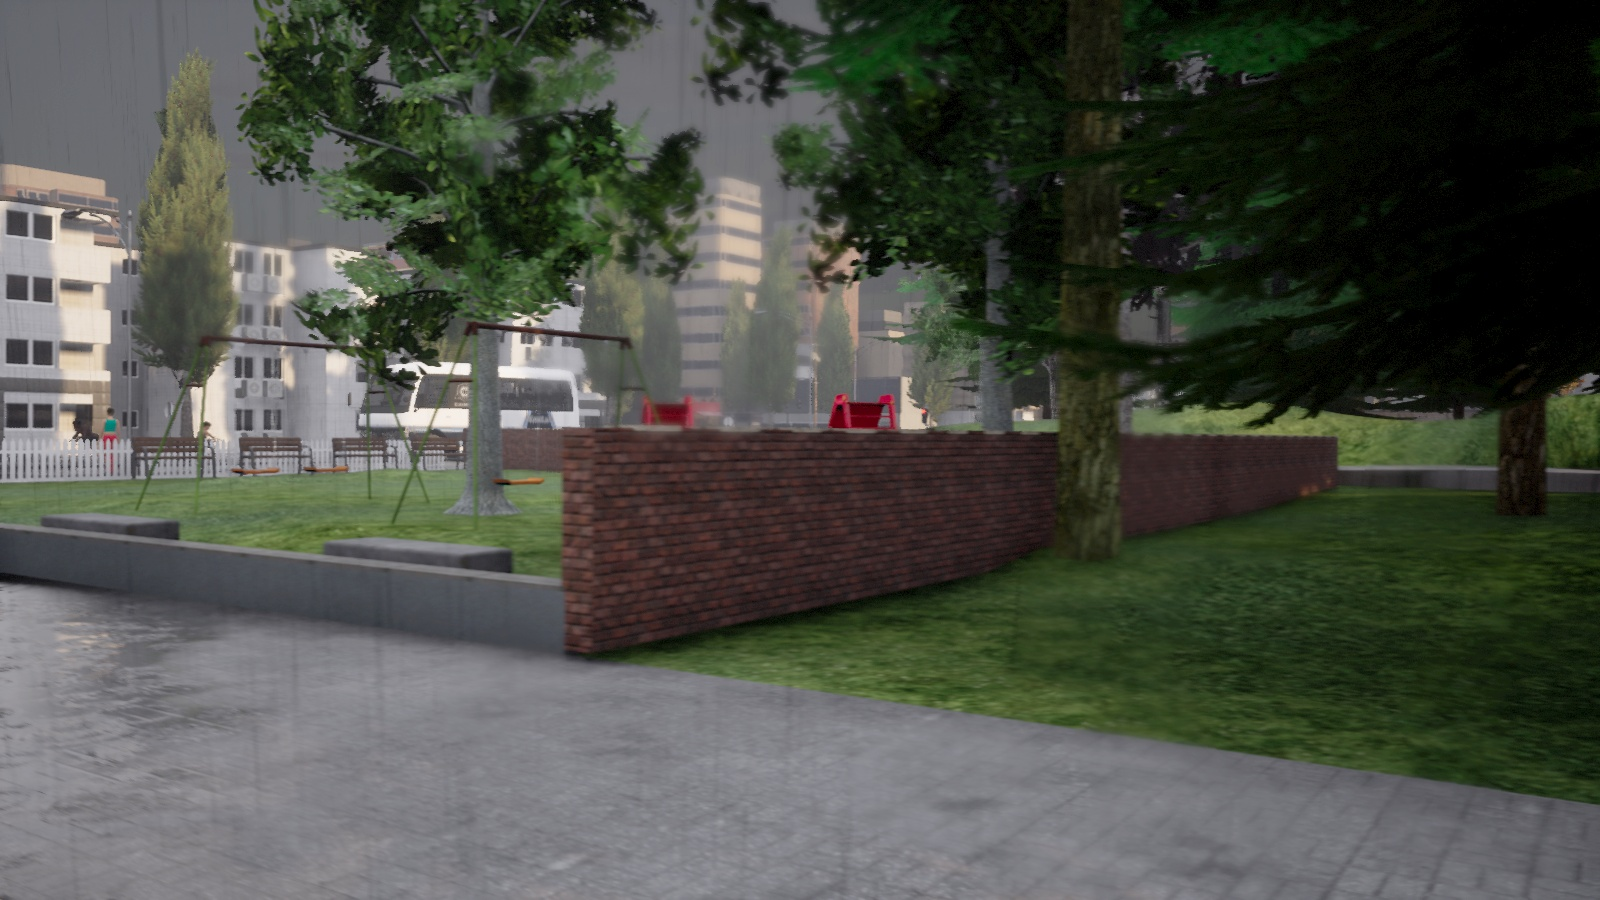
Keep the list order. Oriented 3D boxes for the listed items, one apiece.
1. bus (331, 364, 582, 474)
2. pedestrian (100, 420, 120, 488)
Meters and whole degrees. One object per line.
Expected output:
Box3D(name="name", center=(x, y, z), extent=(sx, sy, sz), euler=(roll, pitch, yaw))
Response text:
Box3D(name="bus", center=(-14.437, -1.303, 53.960), extent=(3.944, 4.253, 10.273), euler=(0, 1, 34))
Box3D(name="pedestrian", center=(-18.829, 0.101, 34.268), extent=(0.345, 1.836, 0.594), euler=(-1, 1, -40))
